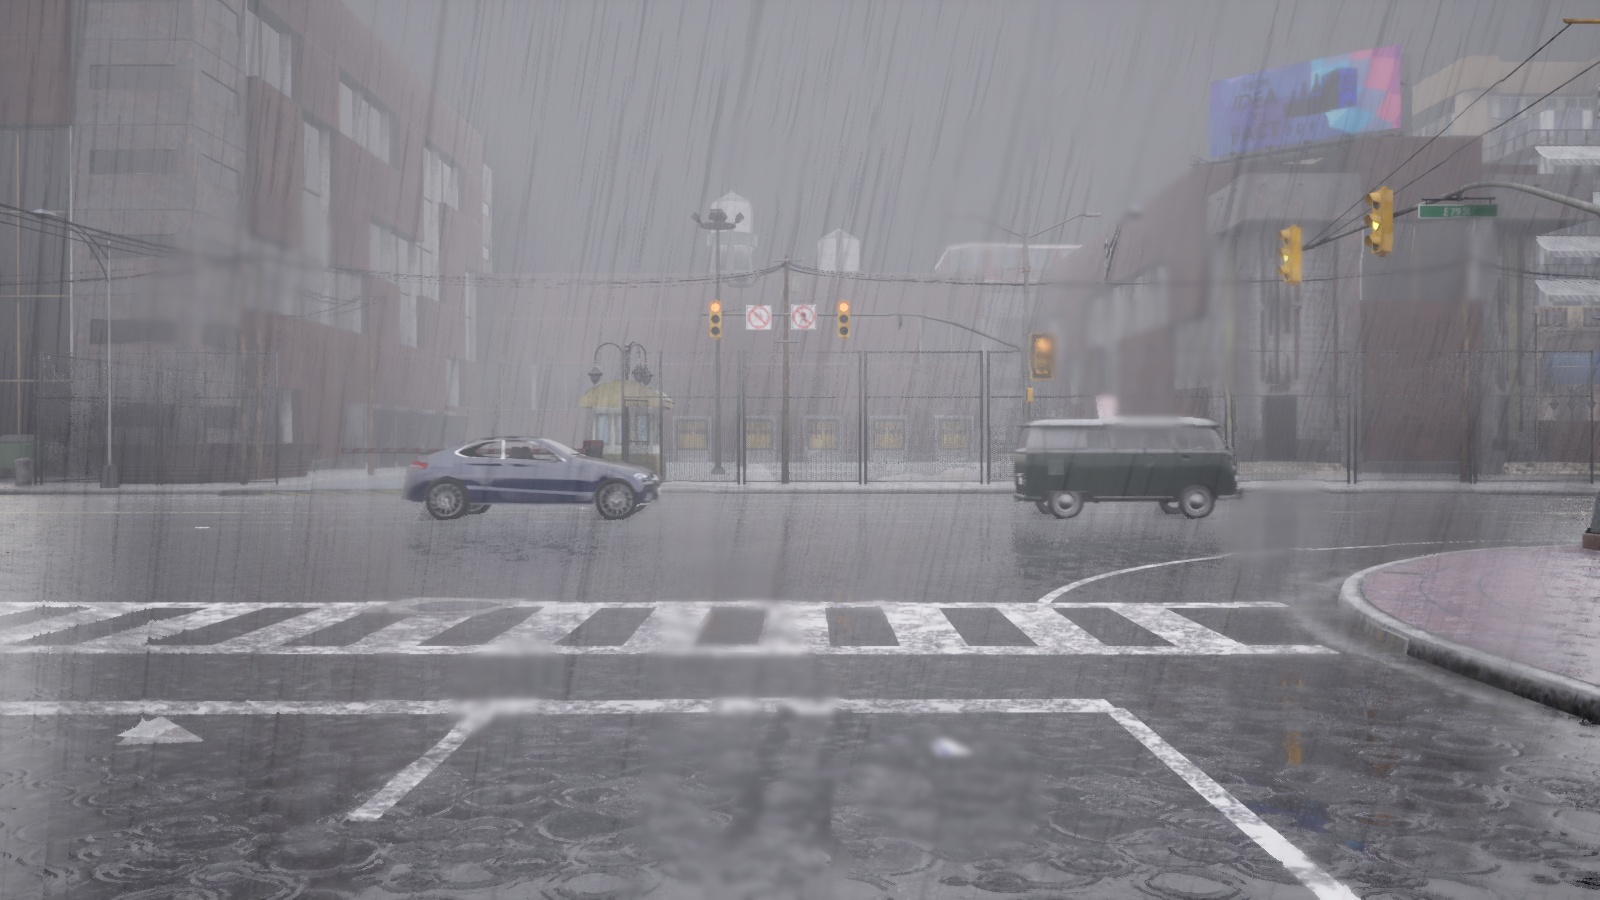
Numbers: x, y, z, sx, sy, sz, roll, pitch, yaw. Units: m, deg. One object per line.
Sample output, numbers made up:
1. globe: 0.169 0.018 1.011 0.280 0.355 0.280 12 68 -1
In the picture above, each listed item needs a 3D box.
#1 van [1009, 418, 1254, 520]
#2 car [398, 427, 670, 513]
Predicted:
1. van: 6.555 0.362 25.187 4.442 1.987 1.775 0 0 0
2. car: -5.242 0.378 25.281 5.027 1.651 2.152 0 0 0
